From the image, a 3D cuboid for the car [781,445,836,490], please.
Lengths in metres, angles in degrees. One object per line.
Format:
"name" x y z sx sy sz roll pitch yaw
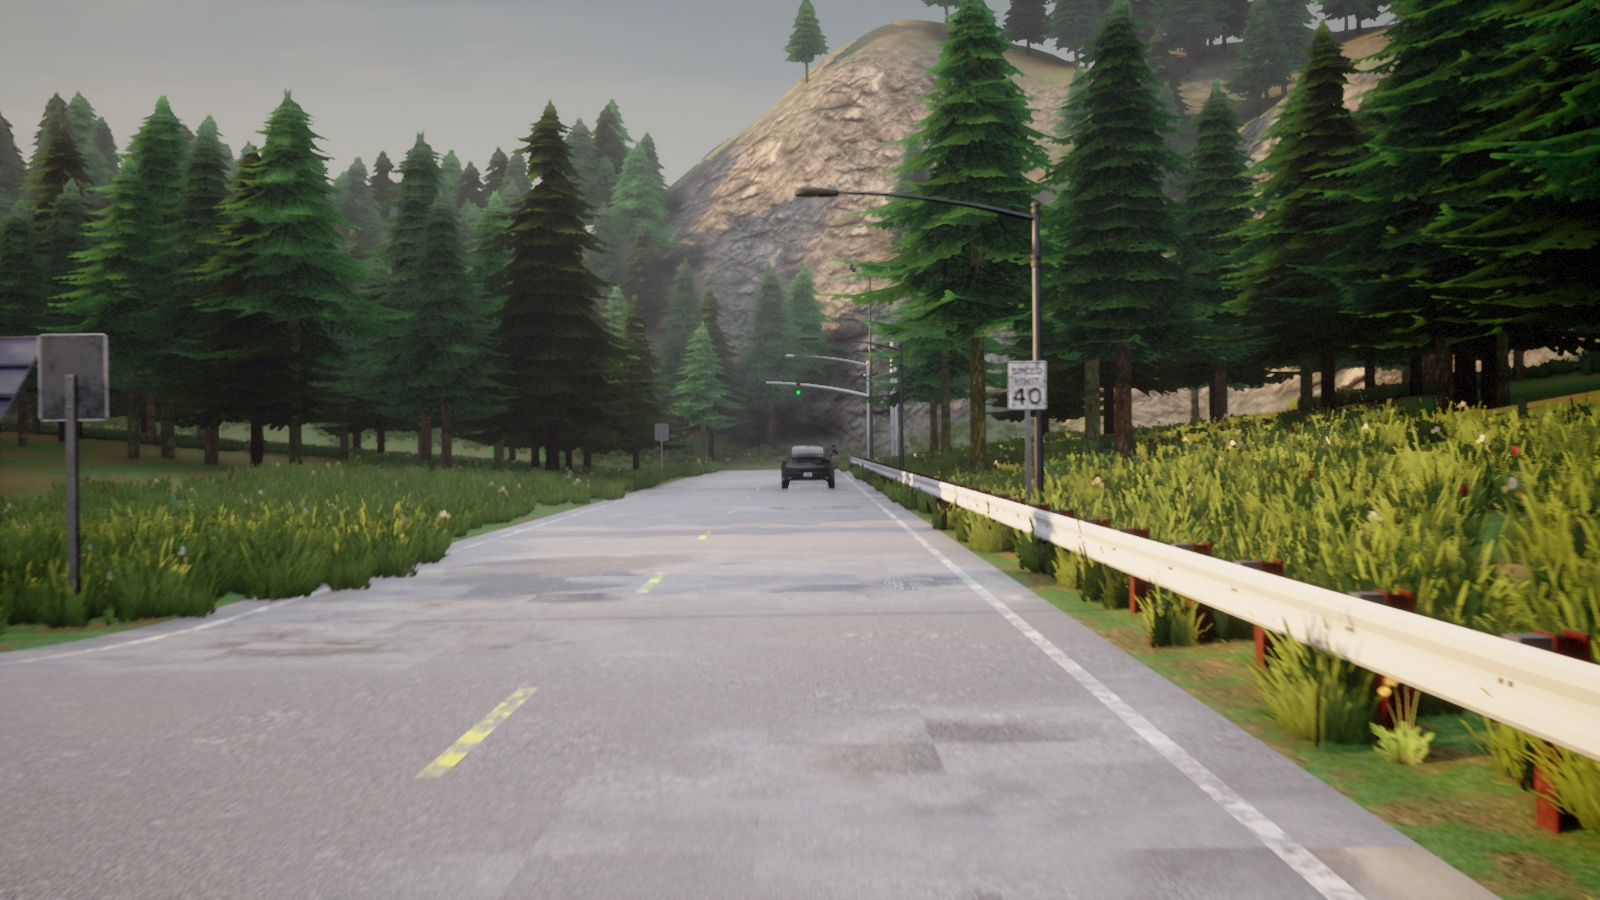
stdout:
"car" 0.286 0.598 44.797 1.837 1.490 4.892 -1 0 0
